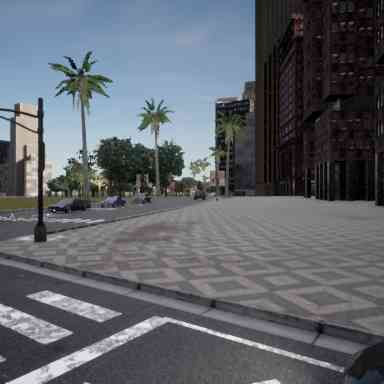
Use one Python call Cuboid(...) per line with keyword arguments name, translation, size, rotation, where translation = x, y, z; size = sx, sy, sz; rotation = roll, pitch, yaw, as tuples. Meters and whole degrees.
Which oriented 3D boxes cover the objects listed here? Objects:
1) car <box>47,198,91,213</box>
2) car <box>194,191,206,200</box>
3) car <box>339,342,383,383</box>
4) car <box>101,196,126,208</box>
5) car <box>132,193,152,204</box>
Cuboid(name="car", translation=(-12.430, 1.366, 34.171), size=(2.033, 1.411, 5.357), rotation=(0, 0, 14))
Cuboid(name="car", translation=(1.716, 0.695, 71.364), size=(2.150, 2.045, 5.566), rotation=(0, 1, 8))
Cuboid(name="car", translation=(3.209, 1.505, 1.421), size=(4.892, 1.490, 1.837), rotation=(0, 0, 34))
Cuboid(name="car", translation=(-10.208, 1.263, 43.565), size=(1.812, 1.442, 4.674), rotation=(0, 1, 13))
Cuboid(name="car", translation=(-8.082, 0.998, 53.646), size=(2.097, 1.767, 4.553), rotation=(0, 1, 11))
